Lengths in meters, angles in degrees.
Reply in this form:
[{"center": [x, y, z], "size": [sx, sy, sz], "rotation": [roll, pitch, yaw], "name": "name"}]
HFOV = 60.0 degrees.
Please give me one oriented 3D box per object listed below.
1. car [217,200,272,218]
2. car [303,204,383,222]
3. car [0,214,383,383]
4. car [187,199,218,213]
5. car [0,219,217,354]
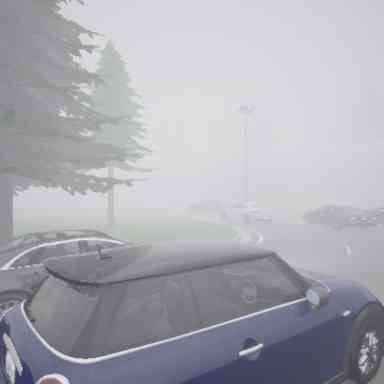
[{"center": [3.856, 1.461, 23.705], "size": [1.812, 1.442, 4.674], "rotation": [0, 0, -24], "name": "car"}, {"center": [8.785, 1.476, 20.326], "size": [2.033, 1.411, 5.357], "rotation": [0, 0, -10], "name": "car"}, {"center": [0.313, 1.343, 3.821], "size": [4.553, 1.767, 2.097], "rotation": [0, 0, -37], "name": "car"}, {"center": [1.664, 1.442, 34.982], "size": [4.674, 1.442, 1.812], "rotation": [-1, 0, 27], "name": "car"}, {"center": [-2.077, 1.484, 6.389], "size": [4.902, 1.511, 2.128], "rotation": [0, 0, -37], "name": "car"}]
